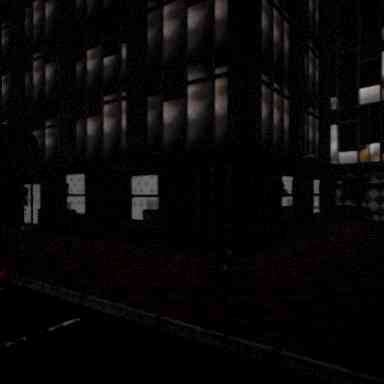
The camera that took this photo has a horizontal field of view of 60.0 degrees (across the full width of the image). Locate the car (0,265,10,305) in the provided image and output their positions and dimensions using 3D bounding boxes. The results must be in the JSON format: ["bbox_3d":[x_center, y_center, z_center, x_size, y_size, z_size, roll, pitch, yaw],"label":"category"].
[{"bbox_3d":[-5.223,1.591,6.599,4.206,1.307,1.802,0,0,35],"label":"car"}]
